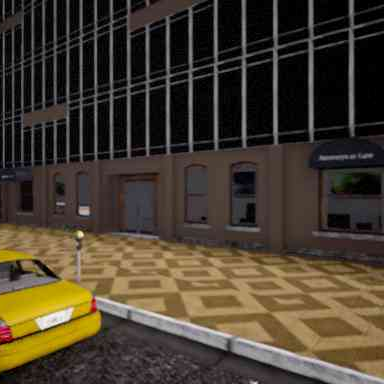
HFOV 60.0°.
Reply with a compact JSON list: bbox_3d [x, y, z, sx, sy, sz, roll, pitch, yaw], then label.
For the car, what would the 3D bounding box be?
[{"bbox_3d":[-3.552,1.510,5.411,4.829,1.417,1.752,0,0,35],"label":"car"}]
